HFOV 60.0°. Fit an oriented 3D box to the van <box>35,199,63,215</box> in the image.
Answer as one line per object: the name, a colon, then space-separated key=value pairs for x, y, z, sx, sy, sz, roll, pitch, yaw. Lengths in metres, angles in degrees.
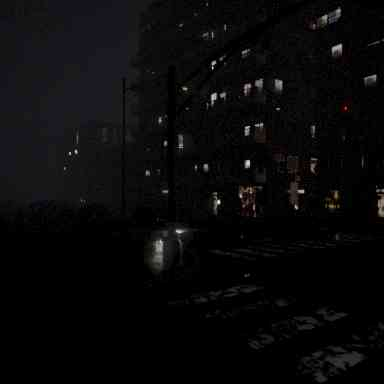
van: x=-17.170 y=1.900 z=39.815 sx=1.690 sy=1.788 sz=3.998 roll=-1 pitch=0 yaw=-35

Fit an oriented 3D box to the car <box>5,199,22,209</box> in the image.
car: x=-33.197 y=2.365 z=62.313 sx=1.967 sy=1.590 sz=4.097 roll=-1 pitch=0 yaw=-35

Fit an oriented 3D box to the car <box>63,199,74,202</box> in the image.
car: x=-23.368 y=2.160 z=62.094 sx=2.192 sy=1.841 sz=5.009 roll=-1 pitch=0 yaw=-35

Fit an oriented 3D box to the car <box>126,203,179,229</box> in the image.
car: x=-2.791 y=1.812 z=24.075 sx=1.837 sy=1.490 sz=4.892 roll=0 pitch=0 yaw=-35

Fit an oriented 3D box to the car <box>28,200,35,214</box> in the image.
car: x=-20.374 y=2.073 z=44.314 sx=1.967 sy=1.590 sz=4.097 roll=-1 pitch=0 yaw=-35

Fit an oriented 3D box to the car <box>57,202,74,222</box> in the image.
car: x=-10.656 y=1.934 z=30.677 sx=1.752 sy=1.417 sz=4.829 roll=-1 pitch=0 yaw=-35

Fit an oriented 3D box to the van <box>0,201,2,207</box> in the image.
van: x=-39.610 y=2.411 z=71.313 sx=1.690 sy=1.788 sz=3.998 roll=-1 pitch=0 yaw=-35

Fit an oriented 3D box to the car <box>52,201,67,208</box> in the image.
car: x=-26.567 y=2.462 z=66.591 sx=1.887 sy=1.381 sz=4.507 roll=-1 pitch=0 yaw=-35

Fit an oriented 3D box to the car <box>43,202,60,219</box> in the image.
car: x=-13.960 y=2.036 z=35.314 sx=2.008 sy=1.369 sz=4.403 roll=-1 pitch=0 yaw=-35

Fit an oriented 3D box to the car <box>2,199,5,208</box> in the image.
car: x=-36.401 y=2.542 z=66.813 sx=1.887 sy=1.381 sz=4.507 roll=-1 pitch=0 yaw=-35

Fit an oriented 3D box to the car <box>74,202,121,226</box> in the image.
car: x=-7.551 y=1.777 z=26.316 sx=1.967 sy=1.590 sz=4.097 roll=-1 pitch=0 yaw=-35

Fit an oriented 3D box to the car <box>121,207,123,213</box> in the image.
car: x=-7.444 y=2.006 z=39.749 sx=1.752 sy=1.417 sz=4.829 roll=-1 pitch=0 yaw=-35

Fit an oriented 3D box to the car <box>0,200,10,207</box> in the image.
car: x=-42.714 y=2.666 z=75.674 sx=1.752 sy=1.417 sz=4.829 roll=-1 pitch=0 yaw=-35

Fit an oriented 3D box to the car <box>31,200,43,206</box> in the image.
car: x=-39.382 y=2.773 z=84.578 sx=1.947 sy=1.339 sz=4.313 roll=-1 pitch=0 yaw=-35

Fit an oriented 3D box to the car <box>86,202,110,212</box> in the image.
car: x=-13.752 y=2.192 z=48.604 sx=1.947 sy=1.339 sz=4.313 roll=-1 pitch=0 yaw=-35
